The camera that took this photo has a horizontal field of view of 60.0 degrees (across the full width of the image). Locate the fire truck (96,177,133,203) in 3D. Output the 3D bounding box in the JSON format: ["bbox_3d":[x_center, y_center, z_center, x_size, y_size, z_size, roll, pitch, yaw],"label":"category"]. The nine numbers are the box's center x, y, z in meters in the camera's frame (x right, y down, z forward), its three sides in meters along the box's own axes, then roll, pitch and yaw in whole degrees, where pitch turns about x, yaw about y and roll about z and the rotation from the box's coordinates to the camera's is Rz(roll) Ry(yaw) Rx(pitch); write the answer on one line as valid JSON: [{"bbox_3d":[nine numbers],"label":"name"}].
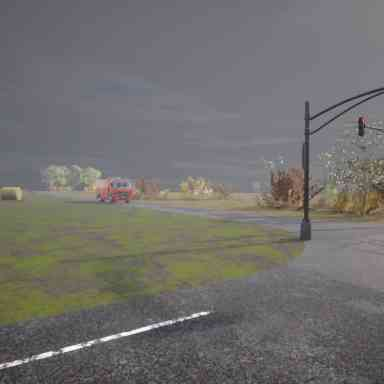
[{"bbox_3d":[-11.796,-0.354,50.011,2.891,3.827,8.468,1,0,-32],"label":"fire truck"}]
